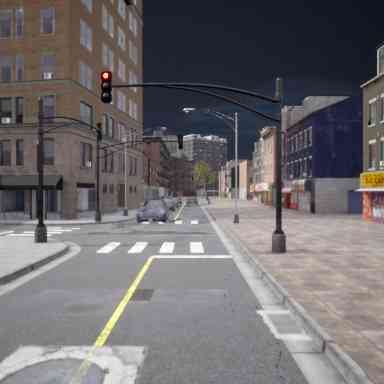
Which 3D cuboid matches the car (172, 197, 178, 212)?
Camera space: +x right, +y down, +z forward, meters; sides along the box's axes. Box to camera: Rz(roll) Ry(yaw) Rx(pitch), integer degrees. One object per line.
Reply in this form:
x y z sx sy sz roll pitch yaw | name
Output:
-2.879 1.513 38.151 1.837 1.490 4.892 0 -1 0 | car

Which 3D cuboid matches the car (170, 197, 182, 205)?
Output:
-2.864 1.581 60.211 1.994 1.385 4.181 0 0 0 | car

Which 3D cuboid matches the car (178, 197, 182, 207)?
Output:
-2.885 1.517 49.673 1.837 1.490 4.892 0 0 0 | car

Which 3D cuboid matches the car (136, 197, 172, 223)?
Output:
-2.871 1.353 25.127 2.097 1.767 4.553 0 0 0 | car

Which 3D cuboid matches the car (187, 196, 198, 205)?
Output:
0.051 1.508 59.333 2.128 1.511 4.902 0 0 0 | car
